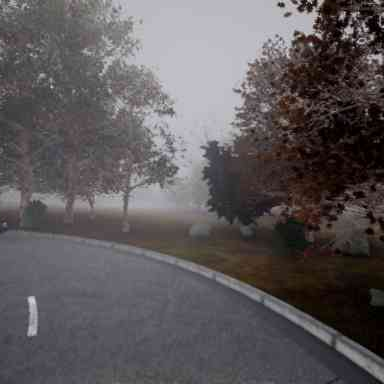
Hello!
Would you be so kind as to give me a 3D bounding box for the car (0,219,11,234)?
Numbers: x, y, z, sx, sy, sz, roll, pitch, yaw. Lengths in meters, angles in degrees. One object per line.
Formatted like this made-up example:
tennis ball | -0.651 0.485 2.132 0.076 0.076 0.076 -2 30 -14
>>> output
car | -10.499 1.374 14.556 4.718 1.301 1.895 2 -1 17
